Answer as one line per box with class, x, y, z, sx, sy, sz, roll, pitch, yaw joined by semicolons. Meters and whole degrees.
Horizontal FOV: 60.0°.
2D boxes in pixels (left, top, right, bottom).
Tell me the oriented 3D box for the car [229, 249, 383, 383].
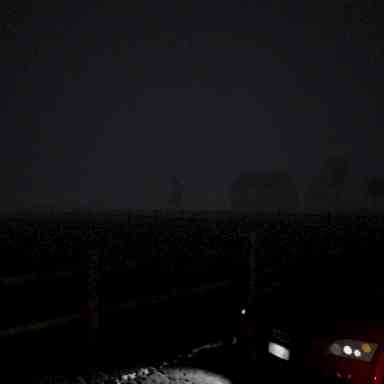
car;2.538;1.613;4.969;4.181;1.385;1.994;0;-1;-38
